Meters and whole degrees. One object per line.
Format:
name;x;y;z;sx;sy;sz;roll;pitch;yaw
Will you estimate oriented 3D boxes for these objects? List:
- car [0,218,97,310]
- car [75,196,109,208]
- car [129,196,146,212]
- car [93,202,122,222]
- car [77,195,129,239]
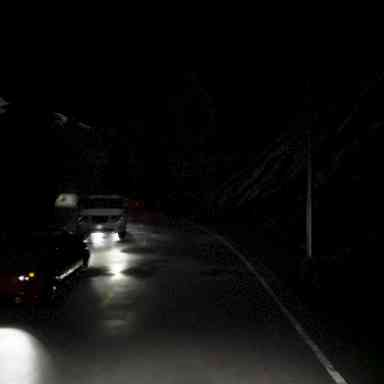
car;-3.775;1.539;7.670;1.994;1.385;4.181;0;0;-2
car;-13.723;1.348;45.584;4.902;1.511;2.128;0;0;42
car;-6.625;1.237;36.090;2.097;1.767;4.553;0;0;-27
car;-6.902;1.515;26.936;1.895;1.301;4.718;0;0;-19
car;-4.528;1.166;17.295;2.150;2.045;5.566;0;0;-10
